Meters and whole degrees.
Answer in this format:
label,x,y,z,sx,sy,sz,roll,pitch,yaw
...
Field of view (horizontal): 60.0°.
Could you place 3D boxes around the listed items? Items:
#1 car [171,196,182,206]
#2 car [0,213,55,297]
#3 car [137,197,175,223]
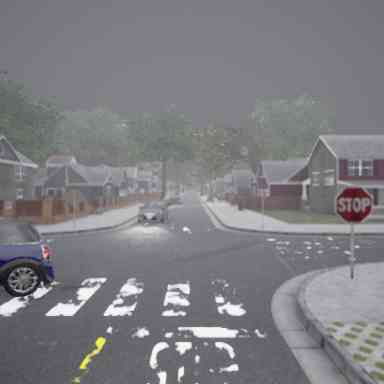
label,x,y,z,sx,sy,sz,roll,pitch,yaw
car,-2.554,1.317,49.683,1.994,1.385,4.181,0,0,0
car,-5.411,1.304,7.204,4.553,1.767,2.097,3,-2,-25
car,-2.697,1.372,24.270,2.128,1.511,4.902,0,0,2
